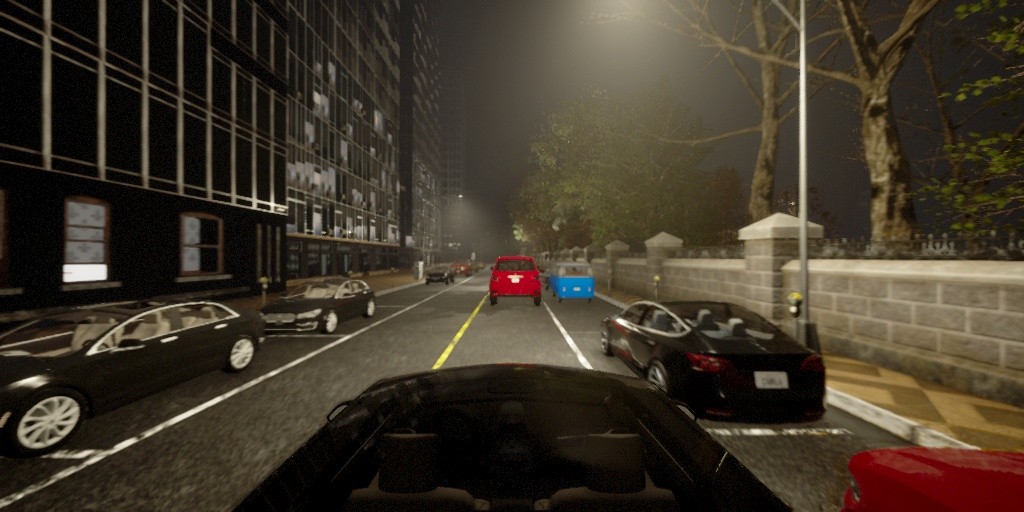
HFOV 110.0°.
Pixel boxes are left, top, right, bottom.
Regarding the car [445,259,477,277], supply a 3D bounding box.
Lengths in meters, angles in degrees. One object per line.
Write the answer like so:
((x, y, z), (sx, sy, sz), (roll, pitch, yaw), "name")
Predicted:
((-5.452, 1.275, 38.735), (2.192, 1.841, 5.009), (0, 0, 0), "car")

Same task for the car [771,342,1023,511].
((2.711, 1.287, 0.168), (1.888, 1.381, 4.507), (0, 0, 0), "car")

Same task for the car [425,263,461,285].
((-5.400, 1.447, 27.455), (2.007, 1.370, 4.403), (0, 0, 0), "car")

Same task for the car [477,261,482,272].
((-5.568, 1.547, 49.848), (1.751, 1.417, 4.829), (0, 0, -1), "car")

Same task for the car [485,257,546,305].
((0.146, 1.058, 16.648), (2.150, 2.045, 5.566), (0, 0, 0), "car")

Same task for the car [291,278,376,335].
((-5.441, 1.350, 10.560), (2.007, 1.370, 4.403), (0, 0, 0), "car")

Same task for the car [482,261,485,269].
((-5.751, 1.607, 61.139), (1.751, 1.417, 4.829), (0, 0, -1), "car")

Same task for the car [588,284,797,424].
((2.714, 1.340, 5.809), (1.948, 1.339, 4.313), (0, 0, 0), "car")

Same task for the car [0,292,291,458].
((-5.458, 1.318, 4.939), (2.007, 1.370, 4.403), (0, 0, 0), "car")

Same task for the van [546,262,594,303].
((2.756, 1.180, 17.058), (1.690, 1.789, 3.998), (0, 0, 0), "van")
